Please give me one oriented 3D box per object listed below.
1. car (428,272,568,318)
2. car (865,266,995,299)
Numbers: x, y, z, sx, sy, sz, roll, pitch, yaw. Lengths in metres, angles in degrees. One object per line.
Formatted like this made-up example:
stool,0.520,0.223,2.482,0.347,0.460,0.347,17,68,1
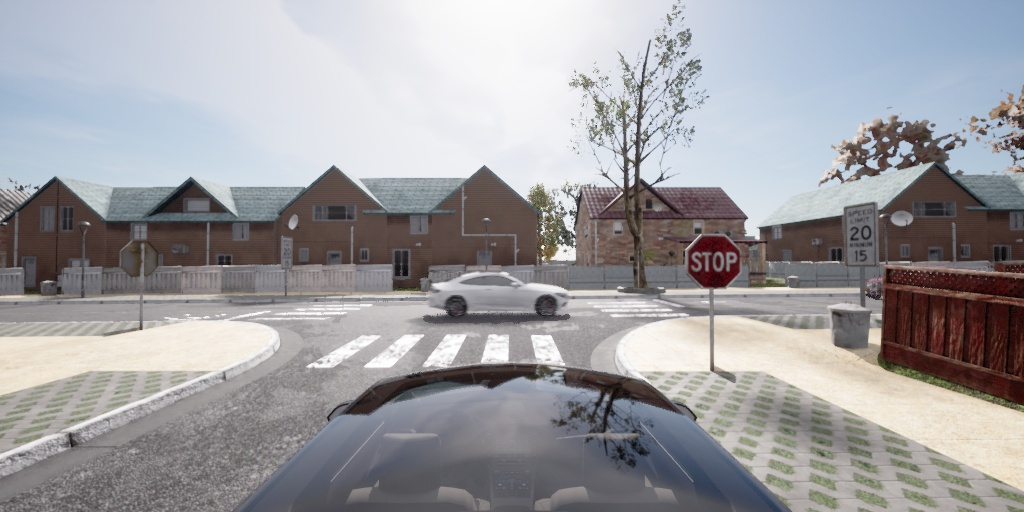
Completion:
car,-0.464,1.251,12.133,4.674,1.442,1.812,0,-1,0
car,17.406,1.130,14.974,4.674,1.442,1.812,-1,-1,0
